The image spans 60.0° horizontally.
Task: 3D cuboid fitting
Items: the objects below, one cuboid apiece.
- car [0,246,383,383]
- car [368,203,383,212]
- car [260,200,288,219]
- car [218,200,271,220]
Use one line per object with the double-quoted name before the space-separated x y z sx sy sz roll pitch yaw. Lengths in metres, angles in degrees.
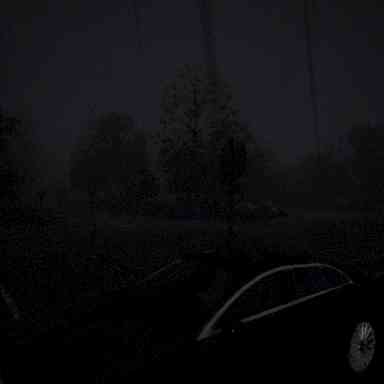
"car" 0.439 1.494 4.004 4.902 1.511 2.128 0 0 -36
"car" 26.716 2.130 45.645 2.002 1.452 4.674 1 -1 -35
"car" 6.882 1.583 31.553 2.185 1.767 4.553 1 -1 -36
"car" 4.341 1.701 29.653 2.002 1.452 4.674 1 -1 -36
